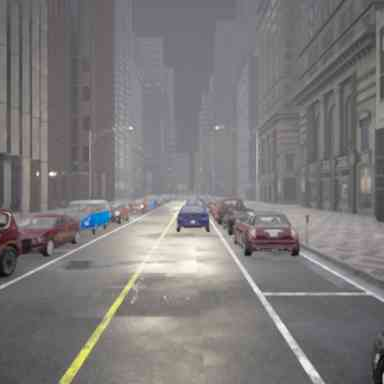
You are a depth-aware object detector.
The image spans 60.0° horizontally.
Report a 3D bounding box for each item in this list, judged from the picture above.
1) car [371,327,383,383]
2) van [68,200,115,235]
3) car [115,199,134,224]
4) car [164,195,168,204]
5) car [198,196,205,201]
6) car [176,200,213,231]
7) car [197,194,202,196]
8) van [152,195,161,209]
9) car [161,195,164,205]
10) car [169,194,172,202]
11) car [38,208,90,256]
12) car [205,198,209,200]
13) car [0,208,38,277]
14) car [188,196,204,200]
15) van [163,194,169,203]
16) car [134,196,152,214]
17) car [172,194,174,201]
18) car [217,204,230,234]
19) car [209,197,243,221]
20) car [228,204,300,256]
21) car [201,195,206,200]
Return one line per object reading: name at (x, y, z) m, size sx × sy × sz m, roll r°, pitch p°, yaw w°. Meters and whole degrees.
car at (2.758, 1.552, 1.843) m, size 2.008 × 1.369 × 4.403 m, roll 0°, pitch 0°, yaw 0°
van at (-5.797, 1.359, 18.728) m, size 1.690 × 1.788 × 3.998 m, roll 0°, pitch 0°, yaw 0°
car at (-5.806, 1.463, 24.365) m, size 1.967 × 1.590 × 4.097 m, roll 0°, pitch 0°, yaw 0°
car at (-5.864, 1.607, 58.184) m, size 2.008 × 1.369 × 4.403 m, roll 0°, pitch 0°, yaw 0°
car at (2.602, 1.684, 92.025) m, size 1.802 × 1.307 × 4.206 m, roll 0°, pitch 0°, yaw 0°
car at (0.060, 1.496, 20.615) m, size 1.882 × 1.535 × 5.008 m, roll 0°, pitch 0°, yaw 0°
car at (2.632, 1.659, 75.115) m, size 1.802 × 1.307 × 4.206 m, roll 0°, pitch 0°, yaw 0°
van at (-5.845, 1.385, 46.912) m, size 1.690 × 1.788 × 3.998 m, roll 0°, pitch 0°, yaw 0°
car at (-5.854, 1.575, 52.378) m, size 1.752 × 1.417 × 4.829 m, roll 0°, pitch 0°, yaw 0°
car at (-5.884, 1.512, 69.457) m, size 1.967 × 1.590 × 4.097 m, roll 0°, pitch 0°, yaw 0°
car at (-5.786, 1.558, 13.091) m, size 1.887 × 1.381 × 4.507 m, roll 0°, pitch 0°, yaw 0°
car at (2.700, 1.597, 35.661) m, size 1.947 × 1.339 × 4.313 m, roll 0°, pitch 0°, yaw 0°
car at (-5.777, 1.323, 7.454) m, size 2.192 × 1.841 × 5.009 m, roll 0°, pitch 0°, yaw 0°
car at (0.032, 1.584, 40.711) m, size 2.033 × 1.411 × 5.357 m, roll 0°, pitch 0°, yaw 0°
van at (-5.875, 1.405, 63.821) m, size 1.690 × 1.788 × 3.998 m, roll 0°, pitch 0°, yaw 0°
car at (-5.825, 1.473, 35.638) m, size 1.967 × 1.590 × 4.097 m, roll 0°, pitch 0°, yaw 0°
car at (-5.895, 1.394, 75.095) m, size 2.192 × 1.841 × 5.009 m, roll 0°, pitch 0°, yaw 0°
car at (2.729, 1.582, 18.752) m, size 1.947 × 1.339 × 4.313 m, roll 0°, pitch 0°, yaw 0°
car at (2.719, 1.336, 24.389) m, size 2.192 × 1.841 × 5.009 m, roll 0°, pitch 0°, yaw 0°
car at (2.739, 1.451, 13.116) m, size 1.967 × 1.590 × 4.097 m, roll 0°, pitch 0°, yaw 0°
car at (2.680, 1.482, 46.933) m, size 1.967 × 1.590 × 4.097 m, roll 0°, pitch 0°, yaw 0°
